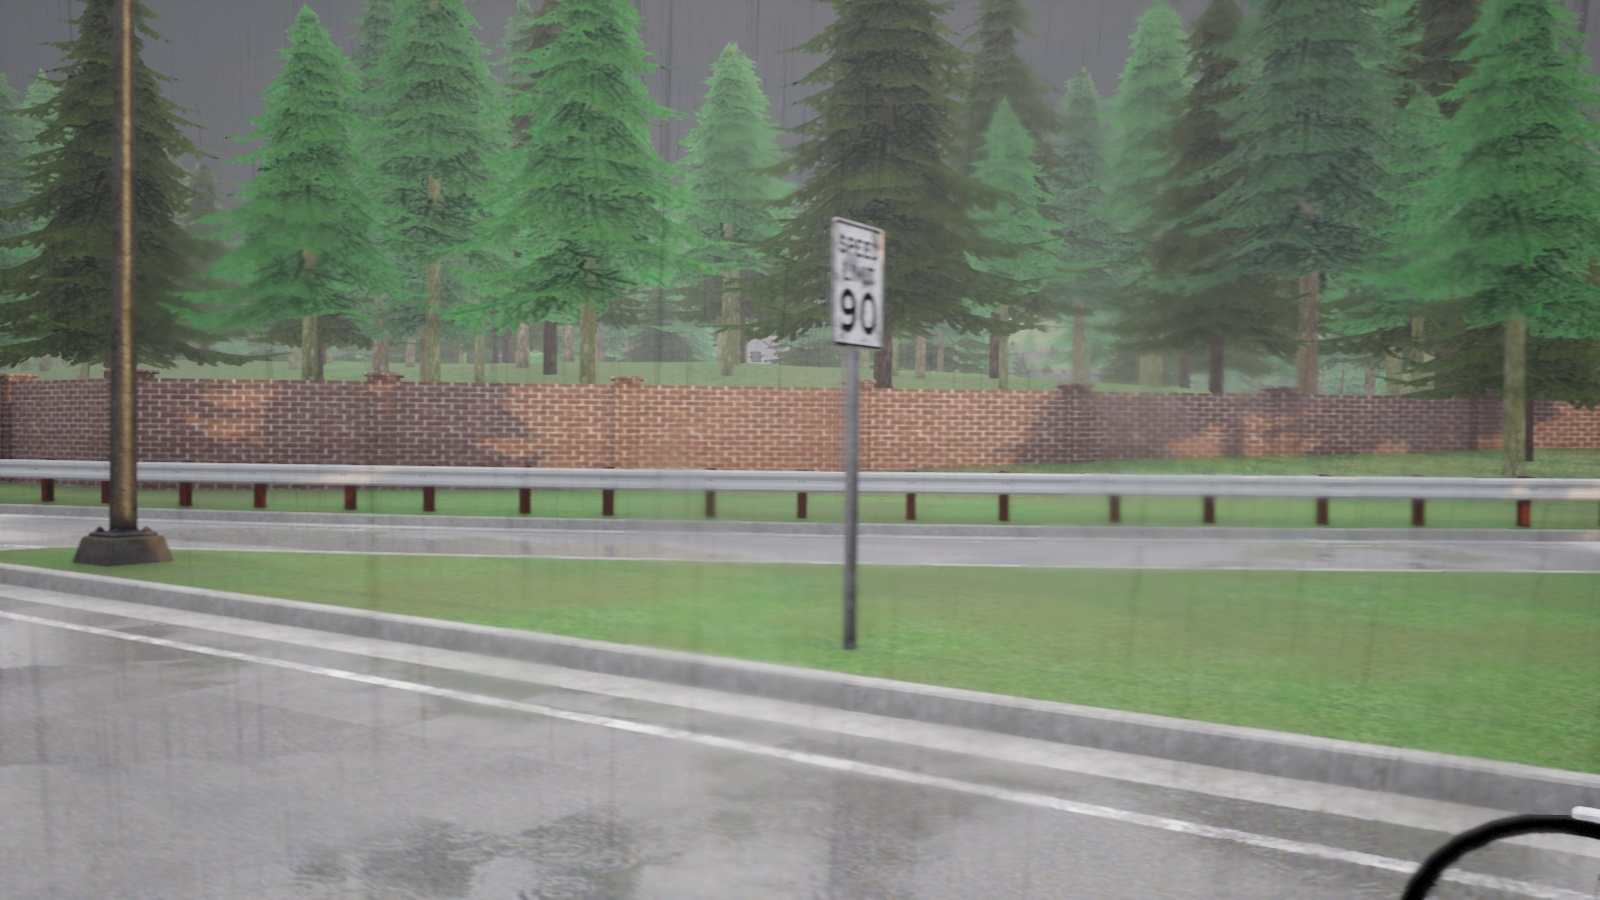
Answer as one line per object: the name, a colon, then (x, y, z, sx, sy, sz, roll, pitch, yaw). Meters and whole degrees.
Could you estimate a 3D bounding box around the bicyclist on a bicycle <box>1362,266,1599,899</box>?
bicyclist on a bicycle: (2.064, 0.553, 2.248, 1.843, 1.776, 0.659, 0, 1, 34)
